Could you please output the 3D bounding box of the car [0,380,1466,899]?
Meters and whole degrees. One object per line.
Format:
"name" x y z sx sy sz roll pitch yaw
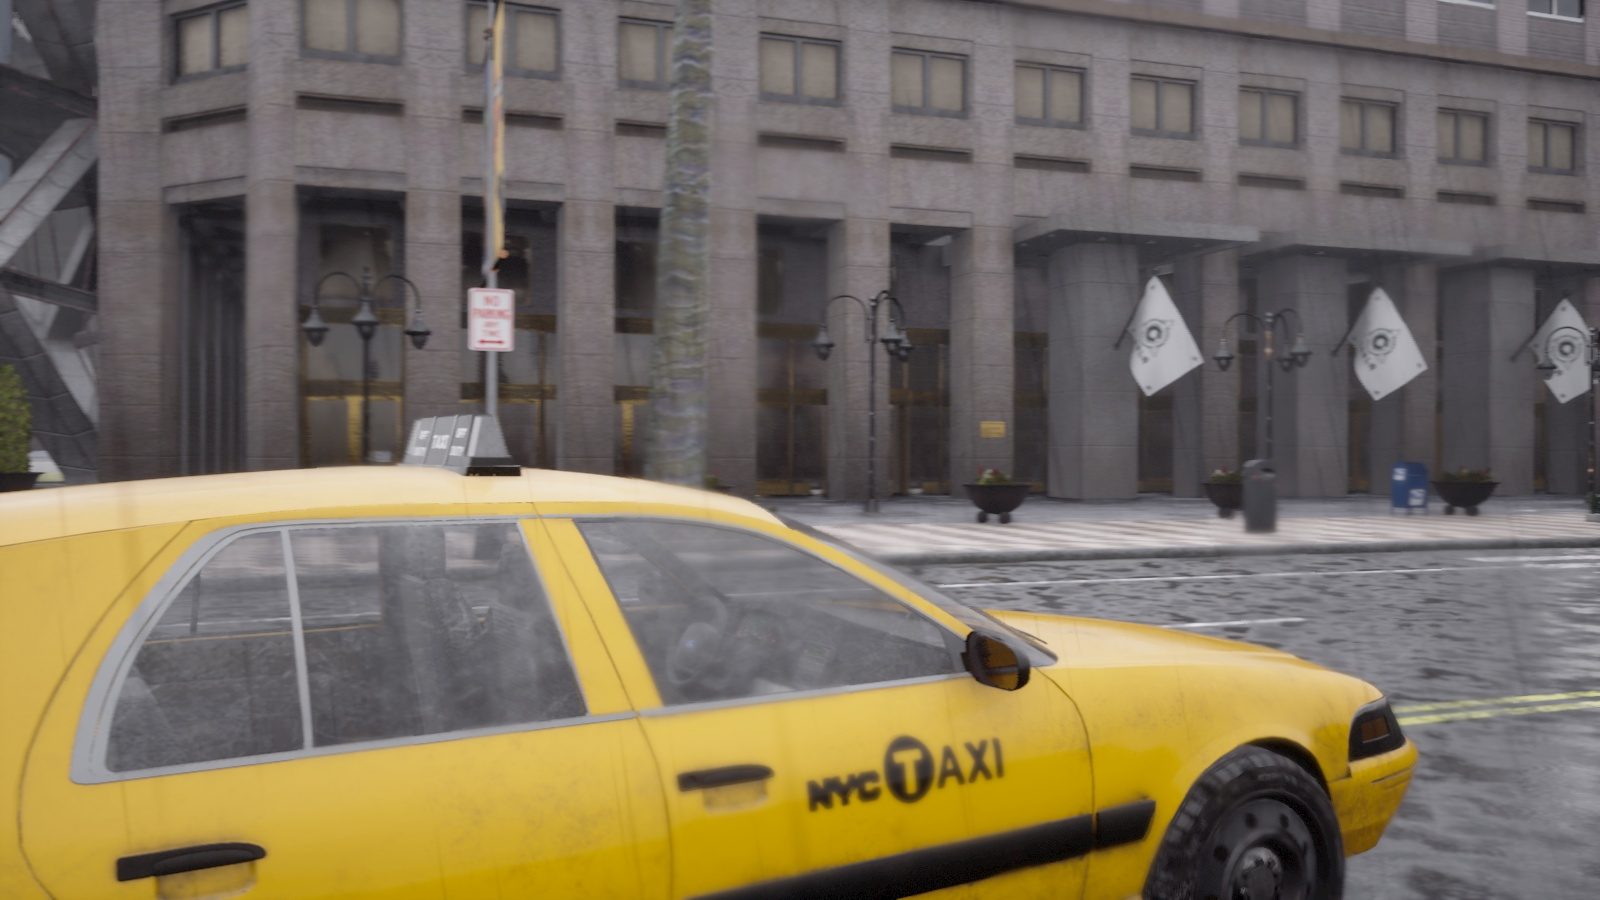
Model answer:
"car" -0.748 0.688 3.099 5.366 1.575 1.801 0 0 -32
